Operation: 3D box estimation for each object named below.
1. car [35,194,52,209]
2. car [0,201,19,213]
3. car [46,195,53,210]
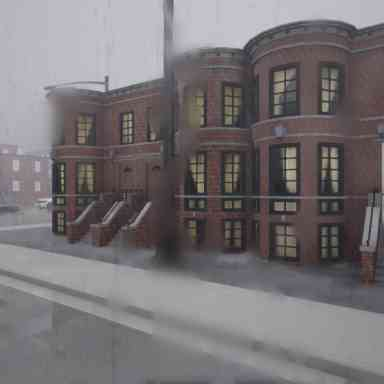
[{"bbox_3d":[-17.592,1.221,43.743,2.150,2.045,5.566,0,0,36],"label":"car"},{"bbox_3d":[-20.120,1.564,34.188,1.994,1.385,4.181,0,0,36],"label":"car"},{"bbox_3d":[-14.961,1.478,41.406,1.882,1.535,5.008,0,0,36],"label":"car"}]
